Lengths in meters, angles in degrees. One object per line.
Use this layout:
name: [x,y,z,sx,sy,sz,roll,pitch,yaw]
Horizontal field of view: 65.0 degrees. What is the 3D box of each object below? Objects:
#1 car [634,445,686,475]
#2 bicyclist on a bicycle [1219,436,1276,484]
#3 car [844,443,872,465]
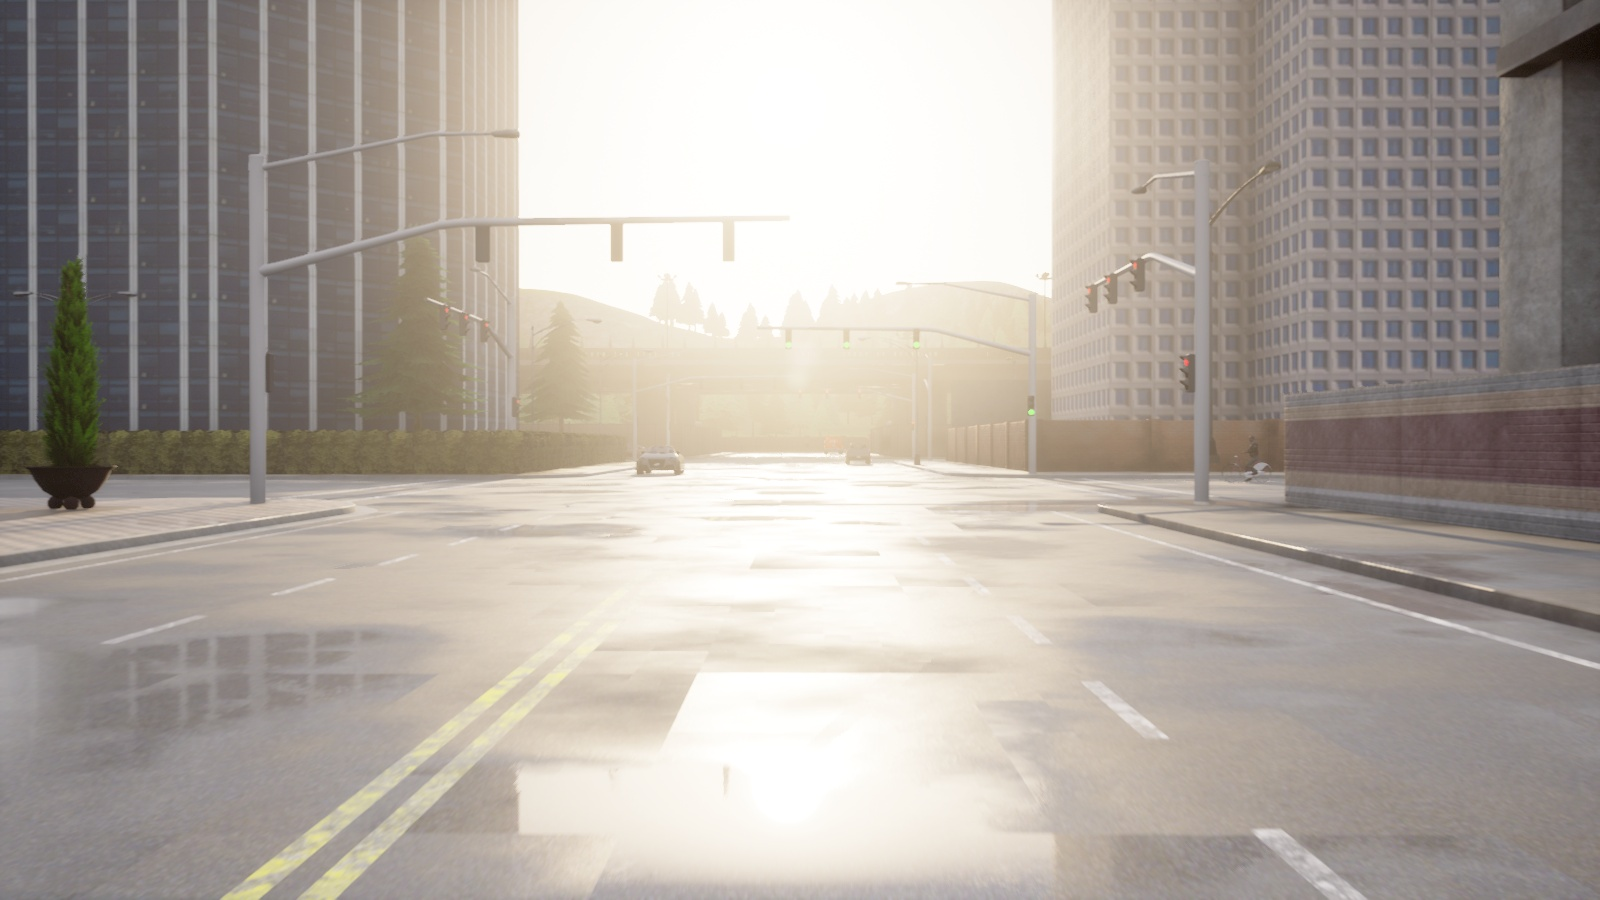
car: [-6.643,0.466,60.117,1.994,1.385,4.181,0,0,0]
bicyclist on a bicycle: [16.607,0.368,46.637,1.843,1.776,0.659,0,0,1]
car: [4.012,0.272,87.286,1.845,1.501,3.633,0,0,0]
